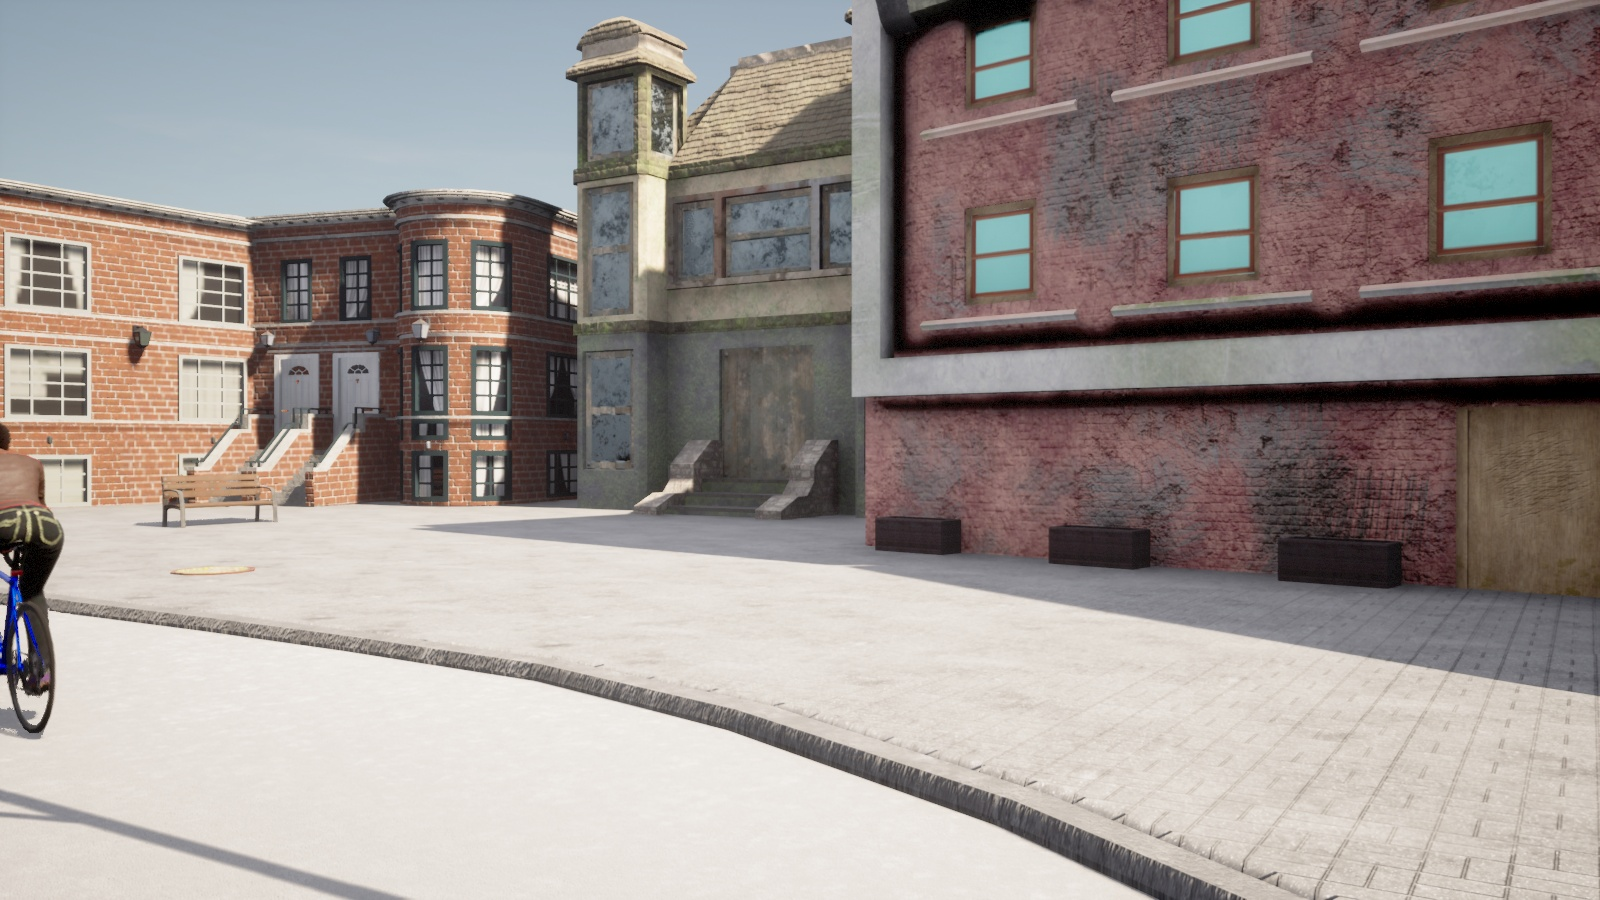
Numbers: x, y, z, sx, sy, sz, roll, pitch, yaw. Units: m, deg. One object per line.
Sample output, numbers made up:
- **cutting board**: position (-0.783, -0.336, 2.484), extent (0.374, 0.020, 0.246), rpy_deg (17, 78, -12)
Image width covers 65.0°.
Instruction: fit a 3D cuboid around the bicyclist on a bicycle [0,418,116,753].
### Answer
- **bicyclist on a bicycle**: position (-4.340, 0.656, 6.793), extent (1.656, 1.620, 0.582), rpy_deg (0, 0, 41)
